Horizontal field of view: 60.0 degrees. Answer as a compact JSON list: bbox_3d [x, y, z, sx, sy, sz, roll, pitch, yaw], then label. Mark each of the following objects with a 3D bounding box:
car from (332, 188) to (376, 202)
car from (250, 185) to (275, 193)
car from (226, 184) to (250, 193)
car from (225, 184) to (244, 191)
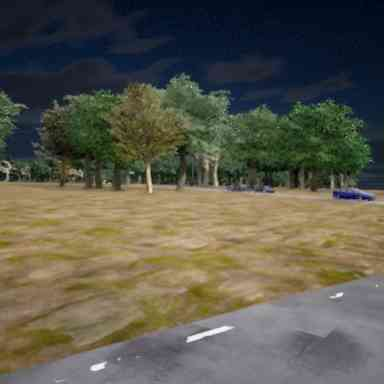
[{"bbox_3d":[18.485,0.286,38.081,1.882,1.535,5.008,1,2,-24],"label":"car"},{"bbox_3d":[12.710,-0.491,58.772,1.994,1.385,4.181,1,2,-24],"label":"car"},{"bbox_3d":[8.894,-0.668,59.792,2.033,1.411,5.357,1,2,-24],"label":"car"},{"bbox_3d":[8.653,-0.926,67.715,1.994,1.385,4.181,1,2,-24],"label":"car"}]
